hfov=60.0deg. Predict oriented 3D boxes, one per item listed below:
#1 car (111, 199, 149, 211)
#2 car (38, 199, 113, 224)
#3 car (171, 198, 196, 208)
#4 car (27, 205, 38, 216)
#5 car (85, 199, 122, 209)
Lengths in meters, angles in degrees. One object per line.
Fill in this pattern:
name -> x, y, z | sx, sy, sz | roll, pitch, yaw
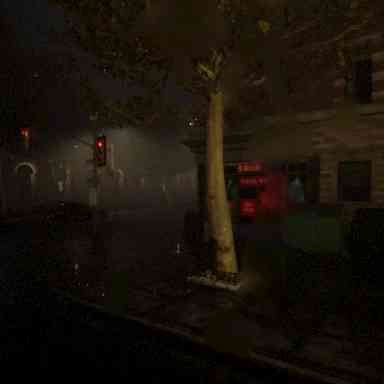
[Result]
car -> -7.440, 1.593, 40.004 | 1.895, 1.301, 4.718 | 0, 0, 36
car -> -8.492, 1.520, 24.642 | 1.812, 1.442, 4.674 | 0, 0, 36
car -> -1.368, 1.540, 48.282 | 2.033, 1.411, 5.357 | 0, 0, 36
car -> -13.334, 1.518, 31.926 | 1.812, 1.442, 4.674 | 0, 0, 36
car -> -11.918, 1.585, 45.144 | 1.895, 1.301, 4.718 | 0, 0, 36
